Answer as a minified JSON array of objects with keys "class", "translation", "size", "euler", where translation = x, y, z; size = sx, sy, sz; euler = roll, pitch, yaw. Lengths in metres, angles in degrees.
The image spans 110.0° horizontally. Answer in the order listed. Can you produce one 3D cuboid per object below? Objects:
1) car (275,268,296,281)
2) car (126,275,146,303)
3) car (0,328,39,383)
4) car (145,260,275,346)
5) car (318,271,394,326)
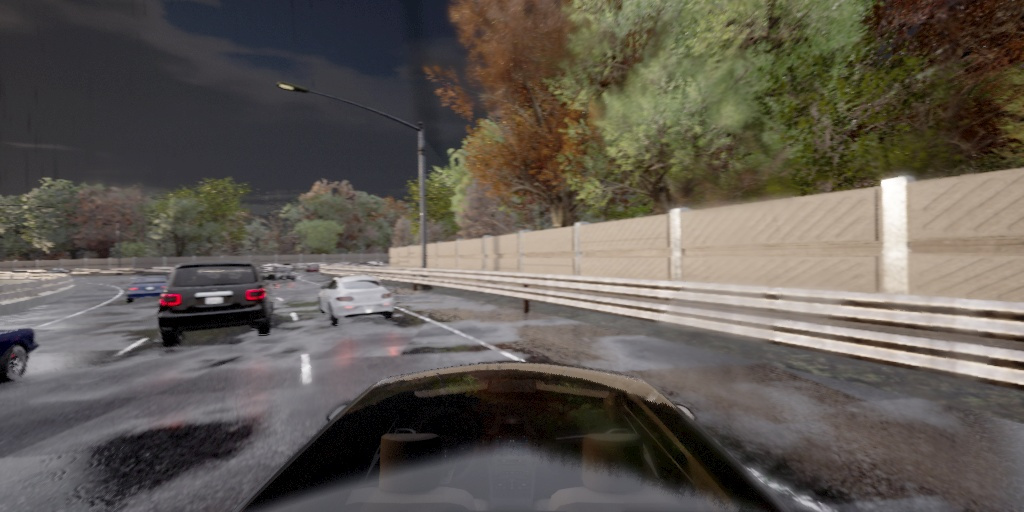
[{"class":"car","translation":[-22.767,1.827,35.608],"size":[1.895,1.301,4.718],"euler":[-1,0,-35]},{"class":"car","translation":[-20.302,1.746,20.319],"size":[2.033,1.411,5.357],"euler":[-1,0,-42]},{"class":"car","translation":[-8.692,1.554,4.527],"size":[1.895,1.301,4.718],"euler":[-1,0,-31]},{"class":"car","translation":[-8.374,1.154,10.546],"size":[2.150,2.045,5.566],"euler":[-1,0,-33]},{"class":"car","translation":[-5.457,1.385,12.407],"size":[1.812,1.442,4.674],"euler":[-1,0,-33]}]
